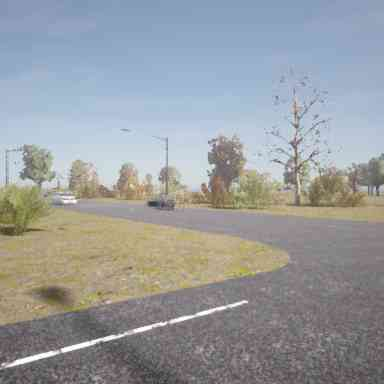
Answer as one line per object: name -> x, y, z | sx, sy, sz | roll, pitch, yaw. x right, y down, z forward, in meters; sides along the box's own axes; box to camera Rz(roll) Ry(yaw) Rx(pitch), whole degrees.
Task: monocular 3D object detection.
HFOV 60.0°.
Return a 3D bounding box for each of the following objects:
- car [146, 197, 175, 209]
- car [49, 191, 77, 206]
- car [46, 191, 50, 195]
car -> -3.968, 1.327, 41.569 | 2.128, 1.511, 4.902 | 0, 0, -37
car -> -19.225, 1.000, 50.147 | 2.150, 2.045, 5.566 | 0, 0, -37
car -> -36.412, 0.747, 84.498 | 2.150, 2.045, 5.566 | 0, 0, -37
